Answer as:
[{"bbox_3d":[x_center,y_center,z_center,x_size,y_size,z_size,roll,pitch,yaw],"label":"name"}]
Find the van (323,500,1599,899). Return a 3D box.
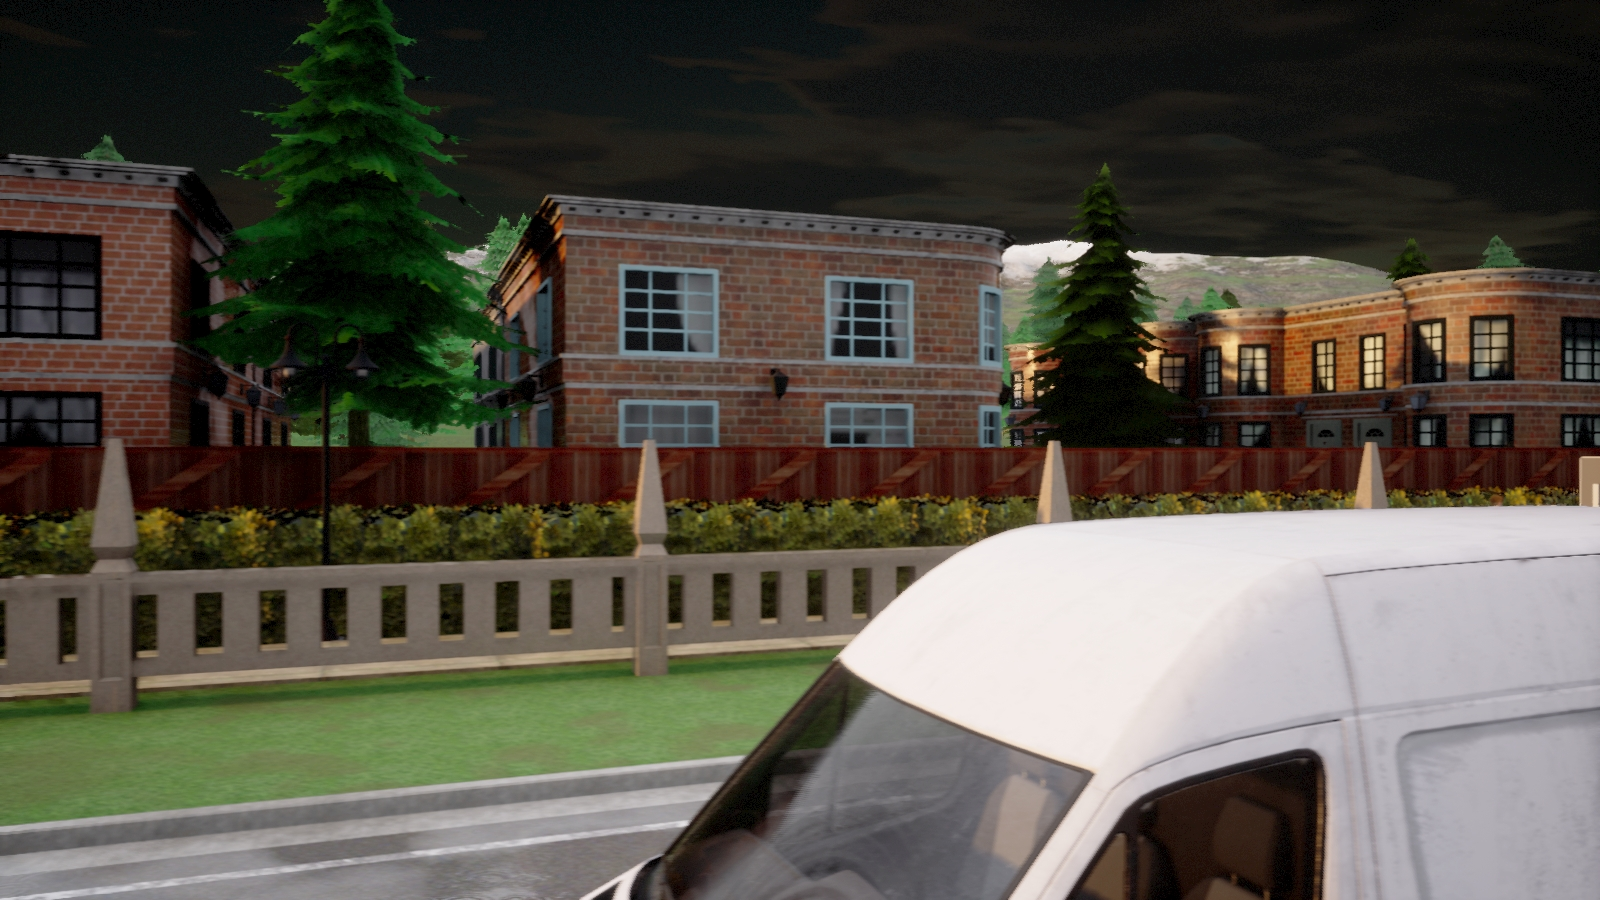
[{"bbox_3d":[1.627,1.534,3.891,5.915,2.561,1.988,0,0,-20],"label":"van"}]
